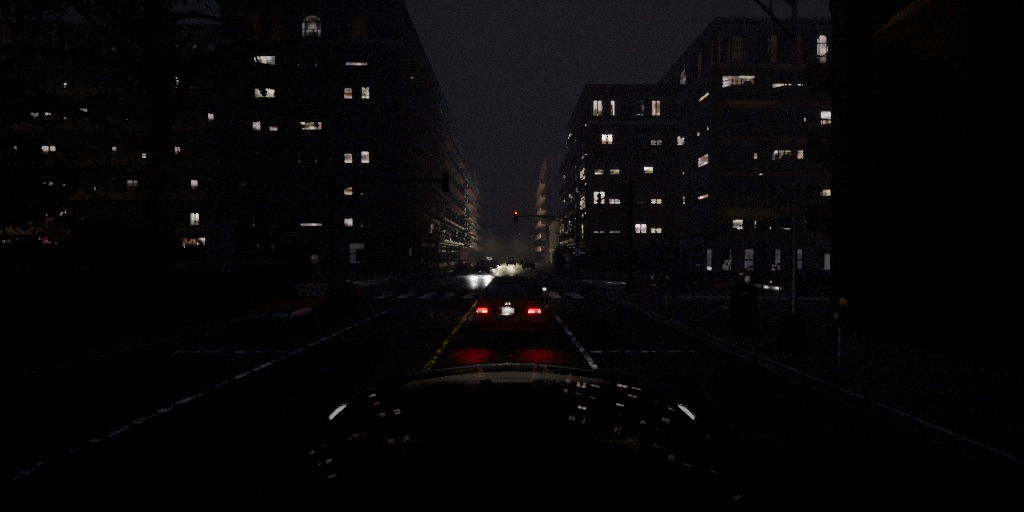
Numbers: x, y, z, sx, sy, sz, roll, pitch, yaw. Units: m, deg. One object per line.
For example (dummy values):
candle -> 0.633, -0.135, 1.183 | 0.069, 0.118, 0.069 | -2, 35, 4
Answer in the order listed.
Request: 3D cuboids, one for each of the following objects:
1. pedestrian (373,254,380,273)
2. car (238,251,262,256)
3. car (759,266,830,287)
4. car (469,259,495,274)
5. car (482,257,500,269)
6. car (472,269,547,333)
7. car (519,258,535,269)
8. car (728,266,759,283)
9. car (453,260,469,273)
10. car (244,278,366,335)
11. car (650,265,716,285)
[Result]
pedestrian -> -12.807, 0.652, 33.884 | 0.375, 1.860, 0.375 | 0, -1, -1
car -> -17.606, 0.694, 25.075 | 5.566, 2.045, 2.150 | 1, 0, -1
car -> 23.499, 1.732, 28.906 | 5.357, 1.411, 2.033 | 1, 0, -1
car -> -3.277, 1.349, 40.001 | 1.895, 1.301, 4.718 | 0, 0, 2
car -> -3.247, 1.296, 55.537 | 2.033, 1.411, 5.357 | 0, 0, 0
car -> 0.052, 1.297, 10.715 | 2.033, 1.411, 5.357 | 0, 0, 3
car -> 2.535, 1.299, 54.209 | 2.007, 1.370, 4.403 | 0, 0, 0
car -> 21.293, 1.571, 31.431 | 4.097, 1.591, 1.967 | 0, 0, -1
car -> -5.811, 1.188, 42.912 | 1.967, 1.591, 4.097 | 0, 0, 0
car -> -5.713, 1.331, 10.502 | 1.802, 1.307, 4.207 | 0, 0, 0
car -> 13.690, 1.502, 28.752 | 4.902, 1.511, 2.128 | 1, 0, -1
